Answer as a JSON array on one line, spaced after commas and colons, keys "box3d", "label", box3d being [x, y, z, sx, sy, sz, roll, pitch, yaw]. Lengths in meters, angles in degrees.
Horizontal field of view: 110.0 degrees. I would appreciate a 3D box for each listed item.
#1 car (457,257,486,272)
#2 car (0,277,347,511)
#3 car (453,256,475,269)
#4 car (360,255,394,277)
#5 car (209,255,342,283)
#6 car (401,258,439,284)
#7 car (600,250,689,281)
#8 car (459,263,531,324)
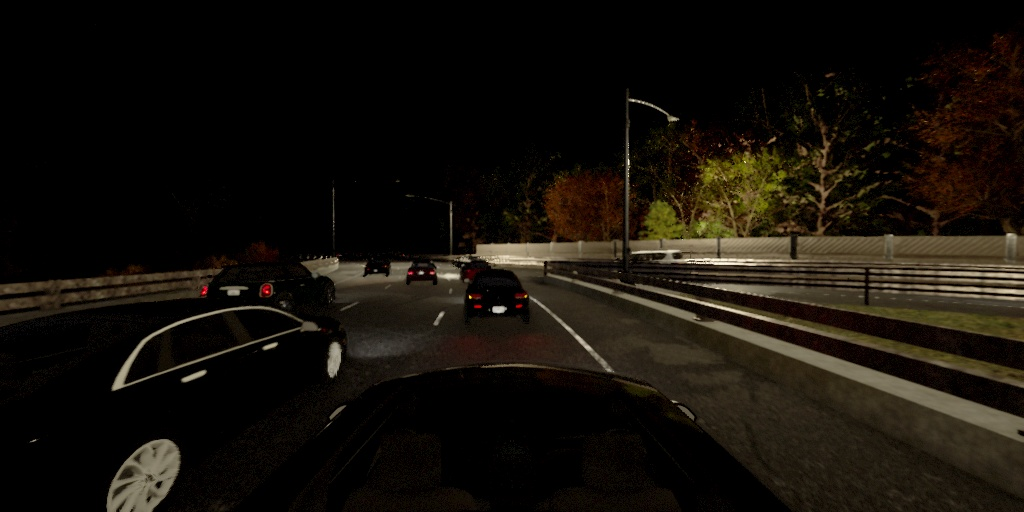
[{"box3d": [-2.318, 0.990, 23.396, 1.994, 1.385, 4.181, 0, 1, -12], "label": "car"}, {"box3d": [-3.595, 1.230, 3.982, 1.837, 1.490, 4.892, 0, 1, -1], "label": "car"}, {"box3d": [-4.661, 0.727, 38.968, 2.033, 1.411, 5.357, -1, 1, -31], "label": "car"}, {"box3d": [-10.890, 0.883, 29.228, 1.812, 1.442, 4.674, 0, 1, -15], "label": "car"}, {"box3d": [-7.596, 0.968, 11.671, 2.097, 1.767, 4.553, 0, 1, -5], "label": "car"}, {"box3d": [-5.723, 0.987, 23.039, 2.033, 1.411, 5.357, 0, 1, -12], "label": "car"}, {"box3d": [8.478, 0.699, 23.477, 5.566, 2.045, 2.150, -2, 0, 44], "label": "car"}, {"box3d": [-0.526, 1.132, 11.237, 1.812, 1.442, 4.674, 0, 1, -5], "label": "car"}]
